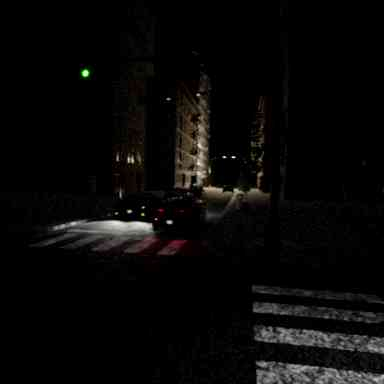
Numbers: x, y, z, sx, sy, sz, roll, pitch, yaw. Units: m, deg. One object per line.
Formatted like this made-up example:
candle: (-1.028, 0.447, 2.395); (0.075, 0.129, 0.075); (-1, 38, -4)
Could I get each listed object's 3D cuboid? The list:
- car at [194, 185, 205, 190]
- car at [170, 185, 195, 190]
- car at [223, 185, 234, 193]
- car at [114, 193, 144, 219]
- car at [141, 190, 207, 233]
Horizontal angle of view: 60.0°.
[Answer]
car: (0.466, -0.024, 39.231); (2.128, 1.511, 4.902); (2, 2, 10)
car: (-1.240, 0.364, 28.955); (1.812, 1.442, 4.674); (2, 2, 9)
car: (6.369, -0.559, 58.003); (1.812, 1.442, 4.674); (2, 2, 9)
car: (-2.868, 0.746, 19.026); (1.994, 1.385, 4.181); (2, 2, 10)
car: (-0.473, 0.878, 15.358); (2.128, 1.511, 4.902); (2, 2, 9)
